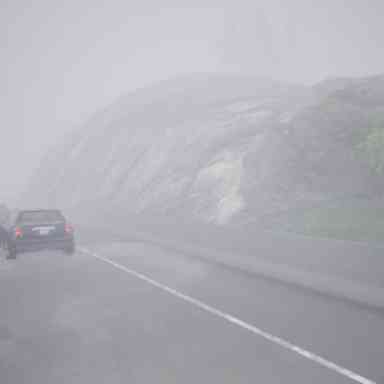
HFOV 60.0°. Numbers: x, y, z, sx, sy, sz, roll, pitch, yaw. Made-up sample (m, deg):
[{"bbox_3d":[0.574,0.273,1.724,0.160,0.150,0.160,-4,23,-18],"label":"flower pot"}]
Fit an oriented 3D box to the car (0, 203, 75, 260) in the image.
[{"bbox_3d":[-6.062,1.331,12.695,2.097,1.767,4.553,0,0,-35],"label":"car"}]
